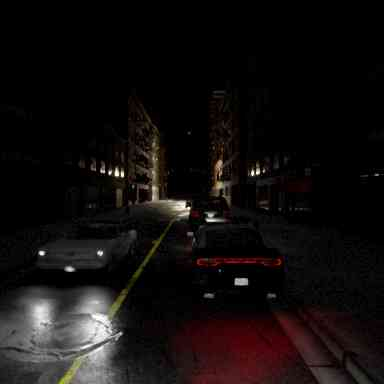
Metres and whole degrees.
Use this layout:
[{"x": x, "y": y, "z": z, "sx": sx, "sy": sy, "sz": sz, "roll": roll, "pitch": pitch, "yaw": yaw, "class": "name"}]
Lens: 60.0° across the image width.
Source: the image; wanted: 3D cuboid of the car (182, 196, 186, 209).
[{"x": 0.013, "y": 1.576, "z": 46.851, "sx": 2.033, "sy": 1.411, "sz": 5.357, "roll": 0, "pitch": 0, "yaw": 1, "class": "car"}]

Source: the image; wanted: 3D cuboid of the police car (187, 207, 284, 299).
[{"x": 0.898, "y": 1.427, "z": 8.633, "sx": 1.930, "sy": 1.638, "sz": 5.238, "roll": 0, "pitch": 0, "yaw": 0, "class": "police car"}]

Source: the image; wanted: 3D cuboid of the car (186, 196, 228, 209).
[{"x": 0.896, "y": 1.231, "z": 18.554, "sx": 2.150, "sy": 2.045, "sz": 5.566, "roll": 0, "pitch": 0, "yaw": 0, "class": "car"}]

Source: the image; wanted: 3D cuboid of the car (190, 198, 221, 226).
[{"x": 0.894, "y": 1.360, "z": 24.494, "sx": 2.097, "sy": 1.767, "sz": 4.553, "roll": 0, "pitch": 0, "yaw": 0, "class": "car"}]

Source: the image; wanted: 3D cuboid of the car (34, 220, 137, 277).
[{"x": -3.003, "y": 1.603, "z": 10.402, "sx": 1.895, "sy": 1.301, "sz": 4.718, "roll": 0, "pitch": 0, "yaw": 0, "class": "car"}]
